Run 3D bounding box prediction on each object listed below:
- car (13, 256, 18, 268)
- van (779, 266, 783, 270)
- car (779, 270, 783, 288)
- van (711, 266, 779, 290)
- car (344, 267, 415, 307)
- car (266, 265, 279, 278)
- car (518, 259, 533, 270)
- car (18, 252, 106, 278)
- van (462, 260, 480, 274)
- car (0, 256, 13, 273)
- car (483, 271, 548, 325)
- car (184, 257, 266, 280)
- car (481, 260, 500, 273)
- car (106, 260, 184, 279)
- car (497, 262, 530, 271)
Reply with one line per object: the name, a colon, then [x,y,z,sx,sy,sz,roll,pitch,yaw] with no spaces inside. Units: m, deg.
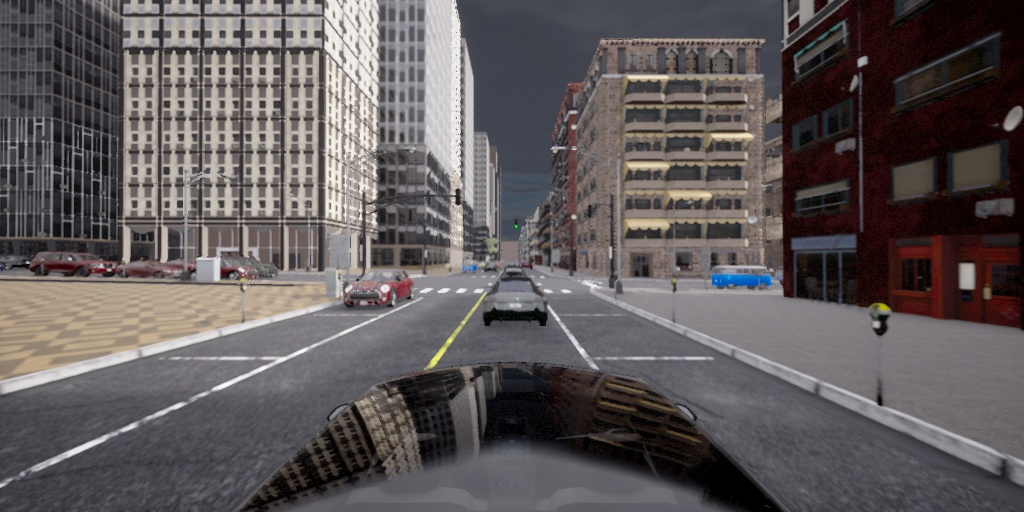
car: [-49.105,0.646,34.838,4.313,1.339,1.948,0,0,0]
van: [27.920,1.898,35.001,3.998,1.789,1.690,0,0,0]
car: [22.452,1.968,26.641,4.313,1.339,1.948,0,0,0]
van: [16.913,1.636,26.459,3.998,1.789,1.690,0,0,0]
car: [-5.690,1.295,15.746,1.967,1.591,4.097,0,0,0]
car: [-21.590,0.925,29.112,4.553,1.767,2.097,1,0,0]
car: [2.691,1.551,64.873,2.192,1.841,5.009,0,0,0]
car: [-32.295,0.667,26.493,5.009,1.841,2.192,0,0,0]
van: [-5.689,1.445,48.219,1.690,1.789,3.998,0,0,0]
car: [-44.317,0.663,29.093,4.674,1.442,1.812,1,0,0]
car: [0.099,1.392,12.197,1.994,1.385,4.181,0,0,0]
car: [-21.147,1.005,26.516,4.097,1.591,1.967,0,0,0]
car: [-3.071,1.639,52.020,1.837,1.490,4.892,0,0,0]
car: [-26.721,1.041,26.504,4.207,1.307,1.802,0,0,0]
car: [0.121,1.474,26.145,1.837,1.490,4.892,1,0,0]
